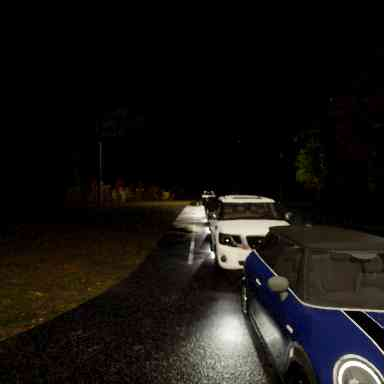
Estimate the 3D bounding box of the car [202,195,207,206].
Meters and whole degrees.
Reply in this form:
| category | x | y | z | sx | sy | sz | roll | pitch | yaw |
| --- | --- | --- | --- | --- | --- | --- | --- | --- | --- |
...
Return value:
| category | x | y | z | sx | sy | sz | roll | pitch | yaw |
| --- | --- | --- | --- | --- | --- | --- | --- | --- | --- |
| car | 2.113 | 1.318 | 29.343 | 1.882 | 1.535 | 5.008 | 0 | 0 | 1 |

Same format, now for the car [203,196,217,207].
| category | x | y | z | sx | sy | sz | roll | pitch | yaw |
| --- | --- | --- | --- | --- | --- | --- | --- | --- | --- |
| car | 2.567 | 1.308 | 48.007 | 1.994 | 1.385 | 4.181 | 0 | 0 | 2 |

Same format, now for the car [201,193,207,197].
| category | x | y | z | sx | sy | sz | roll | pitch | yaw |
| --- | --- | --- | --- | --- | --- | --- | --- | --- | --- |
| car | 2.393 | 1.269 | 41.599 | 2.128 | 1.511 | 4.902 | 0 | 0 | 1 |

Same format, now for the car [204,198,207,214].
| category | x | y | z | sx | sy | sz | roll | pitch | yaw |
| --- | --- | --- | --- | --- | --- | --- | --- | --- | --- |
| car | 1.978 | 1.377 | 23.089 | 1.837 | 1.490 | 4.892 | 0 | 0 | 1 |

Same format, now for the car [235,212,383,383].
| category | x | y | z | sx | sy | sz | roll | pitch | yaw |
| --- | --- | --- | --- | --- | --- | --- | --- | --- | --- |
| car | 1.940 | 1.337 | 4.155 | 2.097 | 1.767 | 4.553 | 0 | 0 | 0 |

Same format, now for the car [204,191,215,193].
| category | x | y | z | sx | sy | sz | roll | pitch | yaw |
| --- | --- | --- | --- | --- | --- | --- | --- | --- | --- |
| car | 2.743 | 0.931 | 54.441 | 2.150 | 2.045 | 5.566 | 0 | 0 | 2 |

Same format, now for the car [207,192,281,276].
| category | x | y | z | sx | sy | sz | roll | pitch | yaw |
| --- | --- | --- | --- | --- | --- | --- | --- | --- | --- |
| car | 1.716 | 1.159 | 10.501 | 2.150 | 2.045 | 5.566 | 0 | 0 | 1 |
